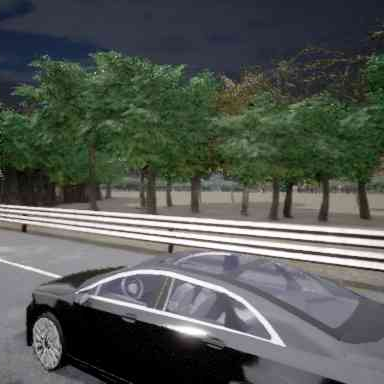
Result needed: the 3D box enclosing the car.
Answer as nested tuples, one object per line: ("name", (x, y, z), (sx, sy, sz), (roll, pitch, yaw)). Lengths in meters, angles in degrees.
("car", (-0.067, 1.478, 3.953), (4.902, 1.511, 2.128), (1, 0, 36))
